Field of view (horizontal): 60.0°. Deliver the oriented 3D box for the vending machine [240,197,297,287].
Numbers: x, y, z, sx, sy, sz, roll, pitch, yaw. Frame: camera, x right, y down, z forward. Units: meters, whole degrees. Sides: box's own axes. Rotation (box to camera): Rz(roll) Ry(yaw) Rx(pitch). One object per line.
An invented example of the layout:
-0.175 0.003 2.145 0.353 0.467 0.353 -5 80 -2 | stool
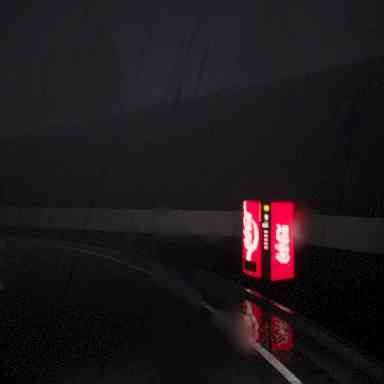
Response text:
1.935 1.198 8.485 1.100 2.100 0.880 0 0 -27 | vending machine
